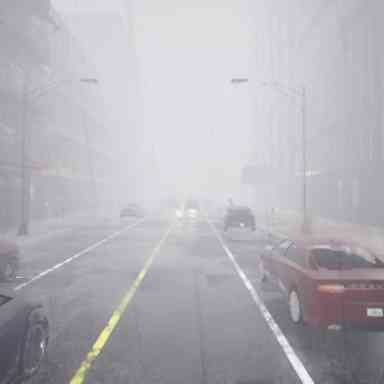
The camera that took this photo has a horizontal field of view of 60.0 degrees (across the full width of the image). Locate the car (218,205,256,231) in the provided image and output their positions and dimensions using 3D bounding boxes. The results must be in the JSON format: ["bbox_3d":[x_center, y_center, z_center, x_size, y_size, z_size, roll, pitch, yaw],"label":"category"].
[{"bbox_3d":[2.752,1.551,20.714,1.837,1.490,4.892,0,0,0],"label":"car"}]

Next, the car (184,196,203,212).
[{"bbox_3d":[0.056,1.594,41.012,1.837,1.490,4.892,0,0,1],"label":"car"}]

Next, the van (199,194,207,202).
[{"bbox_3d":[2.586,1.519,80.391,1.690,1.788,3.998,1,0,0],"label":"van"}]

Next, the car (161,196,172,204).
[{"bbox_3d":[-5.297,1.594,69.262,1.967,1.590,4.097,1,0,0],"label":"car"}]

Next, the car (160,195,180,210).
[{"bbox_3d":[-2.827,1.451,45.669,2.097,1.767,4.553,0,0,0],"label":"car"}]

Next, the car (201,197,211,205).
[{"bbox_3d":[2.582,1.665,63.604,1.752,1.417,4.829,1,0,0],"label":"car"}]

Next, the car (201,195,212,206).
[{"bbox_3d":[2.581,1.678,57.781,2.008,1.369,4.403,1,0,0],"label":"car"}]

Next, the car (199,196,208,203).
[{"bbox_3d":[2.583,1.716,74.738,2.008,1.369,4.403,1,0,0],"label":"car"}]

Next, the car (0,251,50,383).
[{"bbox_3d":[-2.850,1.570,2.671,1.994,1.385,4.181,0,0,0],"label":"car"}]

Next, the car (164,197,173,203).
[{"bbox_3d":[-5.298,1.748,74.908,1.802,1.307,4.206,1,0,0],"label":"car"}]

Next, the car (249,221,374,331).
[{"bbox_3d":[2.576,1.560,6.909,1.887,1.381,4.507,1,0,0],"label":"car"}]

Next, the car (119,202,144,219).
[{"bbox_3d":[-5.302,1.616,29.736,2.008,1.369,4.403,1,0,0],"label":"car"}]

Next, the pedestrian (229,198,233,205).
[{"bbox_3d":[2.752,1.345,23.673,0.375,1.860,0.375,1,-1,0],"label":"pedestrian"}]

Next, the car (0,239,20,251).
[{"bbox_3d":[-5.305,1.598,7.150,1.802,1.307,4.206,1,0,0],"label":"car"}]

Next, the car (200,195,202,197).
[{"bbox_3d":[0.005,1.607,52.467,2.128,1.511,4.902,0,0,0],"label":"car"}]

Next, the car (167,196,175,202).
[{"bbox_3d":[-5.297,1.775,86.201,1.802,1.307,4.206,1,0,0],"label":"car"}]

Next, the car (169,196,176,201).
[{"bbox_3d":[-5.296,1.731,91.678,1.752,1.417,4.829,1,0,0],"label":"car"}]

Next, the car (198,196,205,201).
[{"bbox_3d":[2.584,1.750,91.695,1.887,1.381,4.507,1,0,0],"label":"car"}]

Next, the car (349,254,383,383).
[{"bbox_3d":[2.577,1.443,1.257,1.967,1.590,4.097,1,0,0],"label":"car"}]
